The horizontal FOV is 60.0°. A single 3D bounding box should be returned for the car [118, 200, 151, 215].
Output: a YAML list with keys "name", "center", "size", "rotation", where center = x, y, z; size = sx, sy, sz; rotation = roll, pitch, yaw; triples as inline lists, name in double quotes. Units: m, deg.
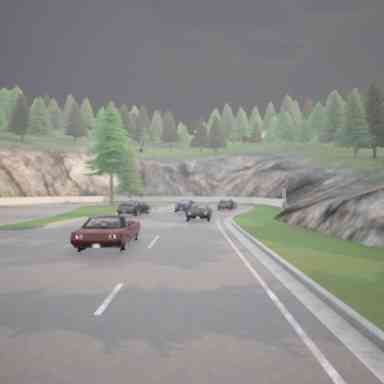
- name: "car"
  center: [-5.480, 1.551, 31.983]
  size: [2.128, 1.511, 4.902]
  rotation: [0, 0, 13]

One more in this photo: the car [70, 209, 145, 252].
- name: "car"
  center: [-3.395, 1.627, 14.034]
  size: [1.895, 1.301, 4.718]
  rotation: [0, 0, 0]

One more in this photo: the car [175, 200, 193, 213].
- name: "car"
  center: [-0.528, 1.595, 37.315]
  size: [1.812, 1.442, 4.674]
  rotation: [0, 0, 15]

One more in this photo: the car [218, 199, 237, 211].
- name: "car"
  center: [4.493, 1.569, 42.043]
  size: [2.128, 1.511, 4.902]
  rotation: [0, 0, 16]

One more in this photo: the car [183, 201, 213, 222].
- name: "car"
  center: [0.684, 1.651, 27.173]
  size: [1.895, 1.301, 4.718]
  rotation: [0, 0, 6]
